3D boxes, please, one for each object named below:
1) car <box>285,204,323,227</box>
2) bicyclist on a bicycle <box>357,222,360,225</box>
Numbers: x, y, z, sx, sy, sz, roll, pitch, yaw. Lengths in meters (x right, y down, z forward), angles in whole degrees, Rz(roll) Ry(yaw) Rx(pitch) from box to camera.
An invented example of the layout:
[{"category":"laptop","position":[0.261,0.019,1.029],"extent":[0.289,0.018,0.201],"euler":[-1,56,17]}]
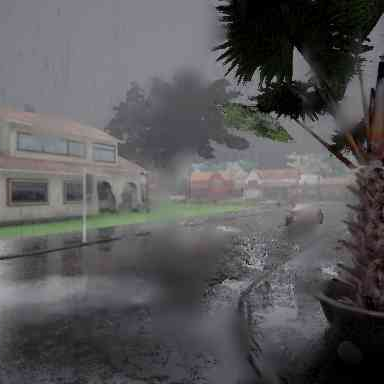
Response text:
[{"category":"car","position":[7.696,1.523,22.665],"extent":[1.812,1.442,4.674],"euler":[0,0,30]},{"category":"bicyclist on a bicycle","position":[9.386,1.348,17.135],"extent":[1.656,1.620,0.582],"euler":[0,0,30]}]
